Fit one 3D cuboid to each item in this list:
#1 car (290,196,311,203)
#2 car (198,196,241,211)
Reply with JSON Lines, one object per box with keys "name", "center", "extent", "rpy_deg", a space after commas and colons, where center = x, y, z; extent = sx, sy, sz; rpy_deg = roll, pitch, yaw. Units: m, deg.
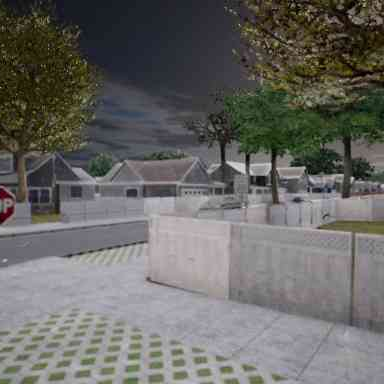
{"name": "car", "center": [14.900, 1.296, 45.607], "extent": [1.994, 1.385, 4.181], "rpy_deg": [0, 0, 36]}
{"name": "car", "center": [2.451, 1.182, 28.283], "extent": [2.097, 1.767, 4.553], "rpy_deg": [0, 0, 35]}
